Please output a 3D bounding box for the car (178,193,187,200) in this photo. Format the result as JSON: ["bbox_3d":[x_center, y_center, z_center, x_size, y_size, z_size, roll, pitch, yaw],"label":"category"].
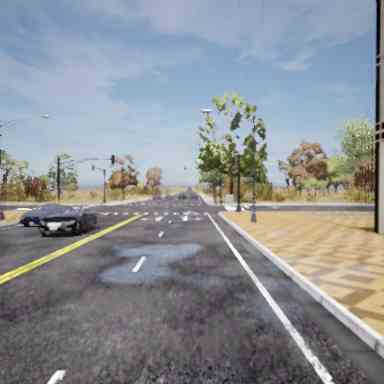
[{"bbox_3d":[-2.713,1.204,93.243,2.097,1.767,4.553,0,0,1],"label":"car"}]

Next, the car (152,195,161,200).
[{"bbox_3d":[-9.301,1.417,88.046,1.994,1.385,4.181,0,0,1],"label":"car"}]

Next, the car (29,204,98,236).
[{"bbox_3d":[-6.597,1.475,18.306,2.128,1.511,4.902,0,0,0],"label":"car"}]

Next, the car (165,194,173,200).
[{"bbox_3d":[-6.051,1.343,87.992,1.882,1.535,5.008,0,0,1],"label":"car"}]

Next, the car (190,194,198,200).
[{"bbox_3d":[0.535,1.205,93.156,2.097,1.767,4.553,0,0,1],"label":"car"}]

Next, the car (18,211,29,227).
[{"bbox_3d":[-9.829,1.525,23.054,2.033,1.411,5.357,0,0,0],"label":"car"}]
